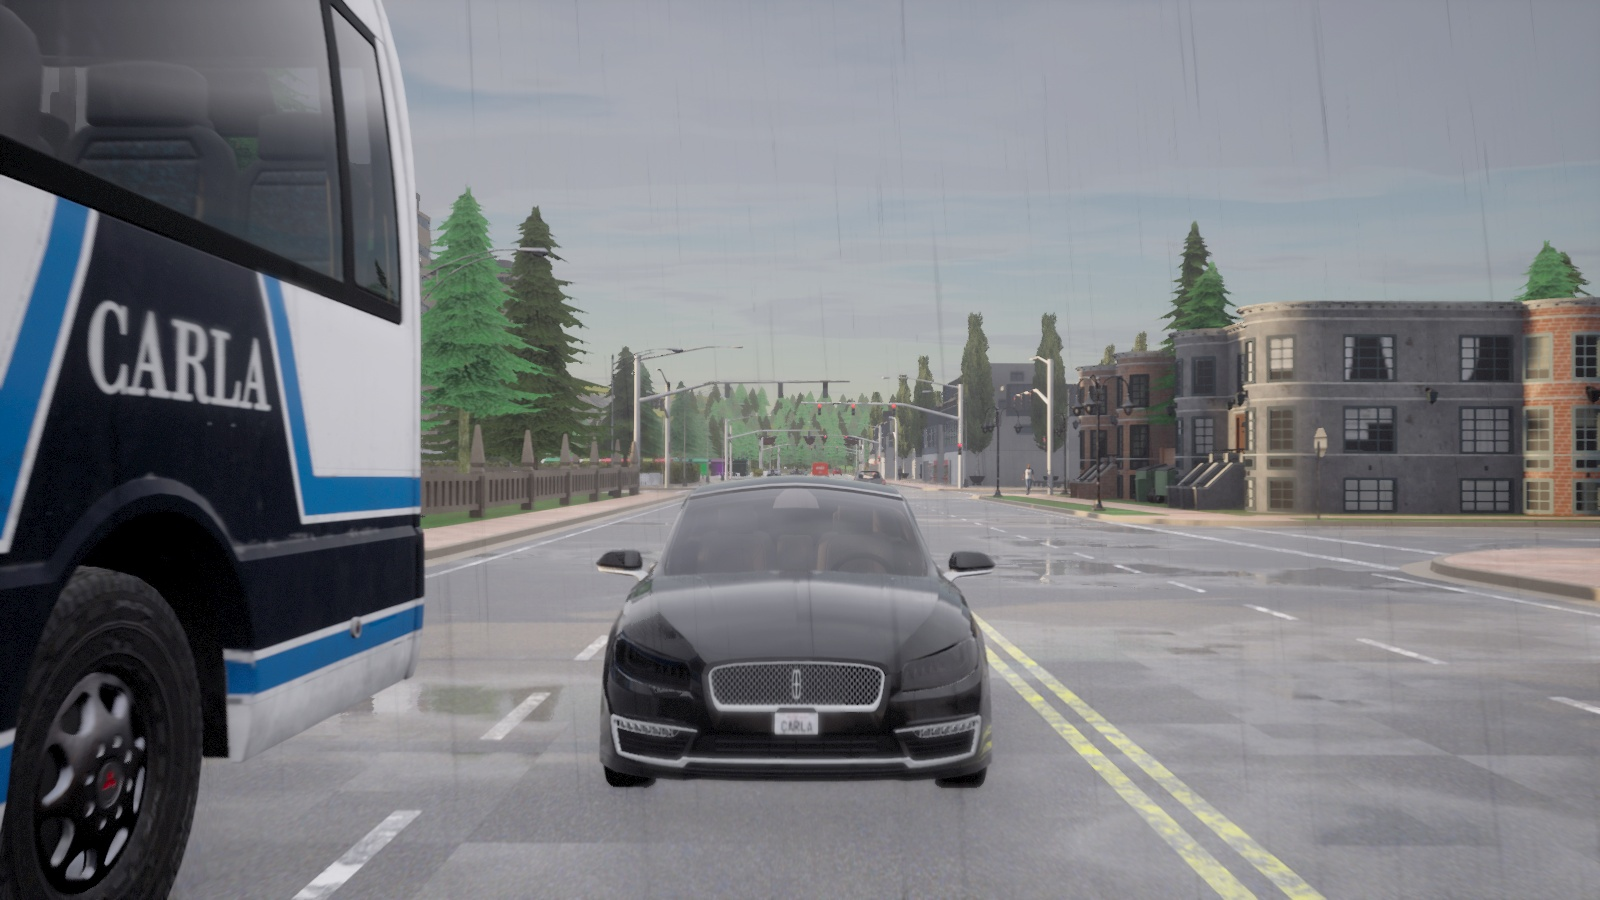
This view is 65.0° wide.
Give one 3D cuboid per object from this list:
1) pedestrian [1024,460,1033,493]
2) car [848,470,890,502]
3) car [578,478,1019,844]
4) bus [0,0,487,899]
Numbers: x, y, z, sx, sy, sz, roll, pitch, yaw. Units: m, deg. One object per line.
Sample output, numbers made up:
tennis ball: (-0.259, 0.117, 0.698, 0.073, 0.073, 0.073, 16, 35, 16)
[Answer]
pedestrian: (12.724, 1.483, 69.941, 0.354, 1.836, 0.706, 0, -1, 2)
car: (3.352, 1.753, 61.851, 1.845, 1.501, 3.633, 0, -1, 0)
car: (-0.020, 0.934, 7.694, 1.837, 1.490, 4.892, 0, -1, 0)
bus: (-3.508, -0.534, 1.070, 3.944, 4.253, 10.273, 0, -1, 0)
